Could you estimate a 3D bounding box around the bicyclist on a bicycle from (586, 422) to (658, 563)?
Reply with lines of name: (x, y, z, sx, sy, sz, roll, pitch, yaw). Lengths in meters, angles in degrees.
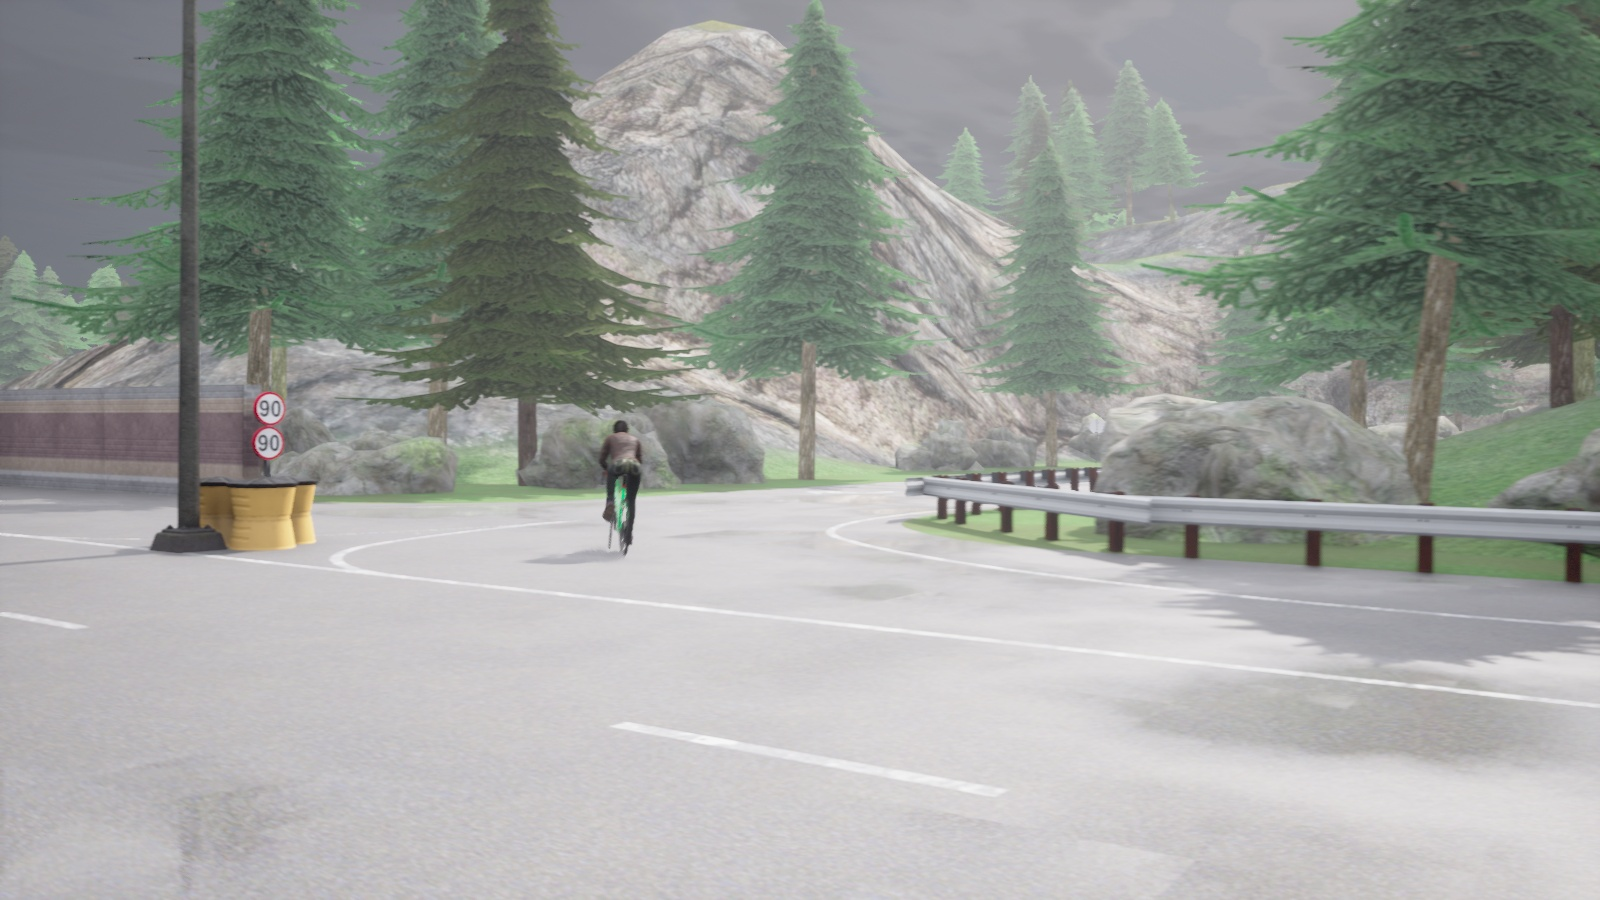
bicyclist on a bicycle: (-2.199, 0.494, 15.379, 0.582, 1.620, 1.656, 2, 0, -17)
